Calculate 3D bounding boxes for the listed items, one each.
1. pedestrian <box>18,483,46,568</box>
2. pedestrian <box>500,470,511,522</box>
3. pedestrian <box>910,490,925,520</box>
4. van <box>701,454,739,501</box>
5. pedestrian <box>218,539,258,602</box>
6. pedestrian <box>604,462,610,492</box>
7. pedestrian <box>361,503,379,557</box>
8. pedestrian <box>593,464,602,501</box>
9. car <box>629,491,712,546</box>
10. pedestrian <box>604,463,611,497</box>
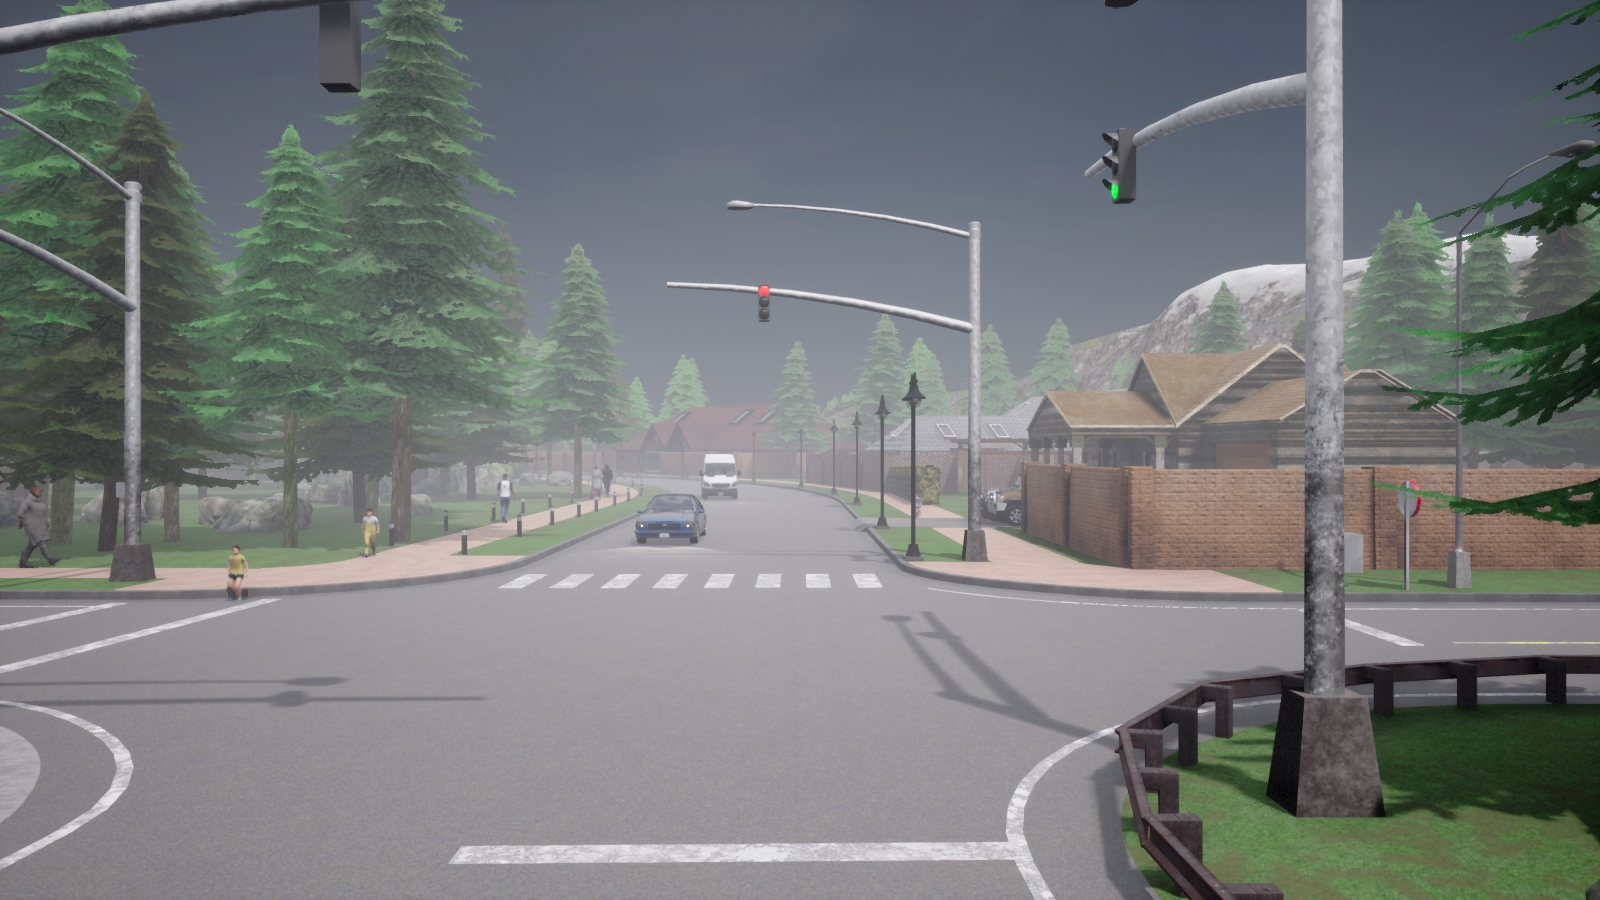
[{"bbox_3d":[-17.057,1.676,25.382,0.375,1.860,0.375,0,0,1],"label":"pedestrian"},{"bbox_3d":[-10.617,1.664,41.151,0.375,1.860,0.375,0,0,-16],"label":"pedestrian"},{"bbox_3d":[4.385,2.046,42.771,0.500,1.100,0.500,0,0,-2],"label":"pedestrian"},{"bbox_3d":[-4.574,1.500,64.898,1.988,2.561,5.915,0,0,-5],"label":"van"},{"bbox_3d":[-10.340,2.209,21.019,0.500,1.100,0.500,0,0,-3],"label":"pedestrian"},{"bbox_3d":[-11.995,1.662,71.082,0.375,1.860,0.375,0,0,-11],"label":"pedestrian"},{"bbox_3d":[-10.484,1.943,27.857,0.375,1.300,0.375,0,0,-14],"label":"pedestrian"},{"bbox_3d":[-10.436,1.664,58.865,0.375,1.860,0.375,0,0,5],"label":"pedestrian"},{"bbox_3d":[-3.930,2.072,35.589,2.033,1.411,5.357,0,0,0],"label":"car"},{"bbox_3d":[-10.571,1.661,62.735,0.375,1.860,0.375,0,0,-9],"label":"pedestrian"}]
